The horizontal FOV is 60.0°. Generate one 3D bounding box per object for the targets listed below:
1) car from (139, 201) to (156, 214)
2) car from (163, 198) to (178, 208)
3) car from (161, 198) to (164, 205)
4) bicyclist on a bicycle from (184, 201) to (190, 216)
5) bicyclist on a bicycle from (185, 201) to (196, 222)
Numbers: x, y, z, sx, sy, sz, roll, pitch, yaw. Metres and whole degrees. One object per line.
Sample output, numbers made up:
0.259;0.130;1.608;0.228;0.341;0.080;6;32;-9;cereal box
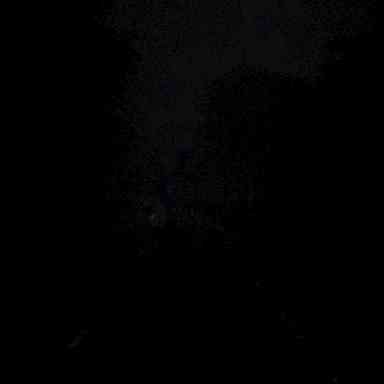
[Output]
-5.513;1.836;41.552;1.882;1.535;5.008;0;0;-5;car
-3.354;2.001;56.517;2.033;1.411;5.357;0;0;-7;car
-5.771;2.052;73.587;2.033;1.411;5.357;0;0;-9;car
-0.527;1.784;36.627;0.582;1.620;1.656;0;-1;-4;bicyclist on a bicycle
0.002;1.710;28.587;0.866;1.612;1.509;0;-1;-3;bicyclist on a bicycle
